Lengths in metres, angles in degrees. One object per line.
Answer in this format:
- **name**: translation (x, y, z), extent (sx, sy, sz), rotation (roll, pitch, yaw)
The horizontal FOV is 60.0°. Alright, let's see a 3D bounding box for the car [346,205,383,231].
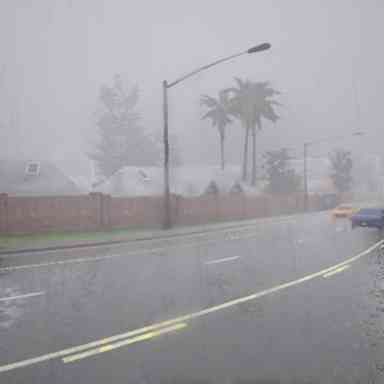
- **car**: translation (12.871, 1.848, 23.946), extent (1.882, 1.535, 5.008), rotation (-1, -1, 37)

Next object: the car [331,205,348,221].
- **car**: translation (15.280, 2.000, 32.914), extent (1.882, 1.535, 5.008), rotation (-1, -1, 37)
